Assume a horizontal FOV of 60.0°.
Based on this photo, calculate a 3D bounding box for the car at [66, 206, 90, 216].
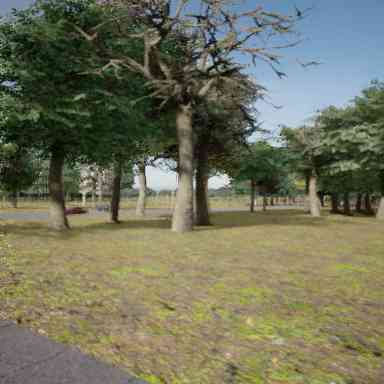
[{"bbox_3d":[-19.430,3.156,55.785,1.812,1.442,4.674,0,-1,36],"label":"car"}]

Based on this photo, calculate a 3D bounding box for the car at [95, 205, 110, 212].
[{"bbox_3d":[-18.011,3.437,69.726,1.837,1.490,4.892,0,-1,36],"label":"car"}]
